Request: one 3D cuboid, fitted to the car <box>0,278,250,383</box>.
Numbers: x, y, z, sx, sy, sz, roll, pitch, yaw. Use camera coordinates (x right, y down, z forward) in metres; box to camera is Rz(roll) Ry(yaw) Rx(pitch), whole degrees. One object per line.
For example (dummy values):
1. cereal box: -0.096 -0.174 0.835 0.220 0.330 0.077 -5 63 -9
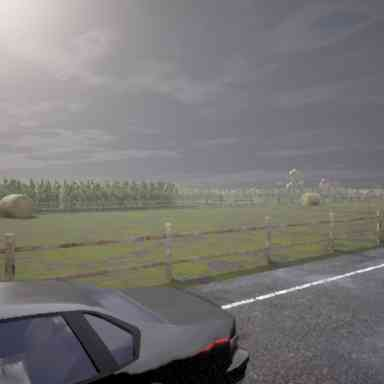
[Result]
1. car: -1.969 1.546 2.585 5.357 1.411 2.033 0 0 -35
